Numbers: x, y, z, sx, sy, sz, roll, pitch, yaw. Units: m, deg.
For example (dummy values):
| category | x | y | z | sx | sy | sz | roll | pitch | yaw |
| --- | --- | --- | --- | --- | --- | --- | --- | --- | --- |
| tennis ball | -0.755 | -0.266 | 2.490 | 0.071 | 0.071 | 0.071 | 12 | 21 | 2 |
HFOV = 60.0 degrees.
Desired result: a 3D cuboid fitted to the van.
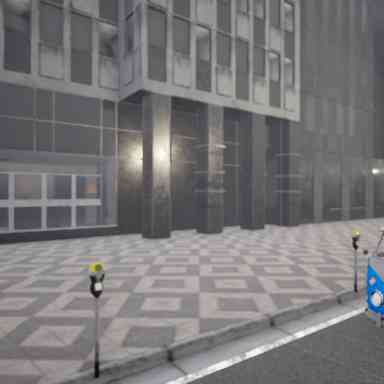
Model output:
| category | x | y | z | sx | sy | sz | roll | pitch | yaw |
| --- | --- | --- | --- | --- | --- | --- | --- | --- | --- |
| van | 4.545 | 1.352 | 5.630 | 3.998 | 1.788 | 1.690 | 0 | 0 | -35 |
